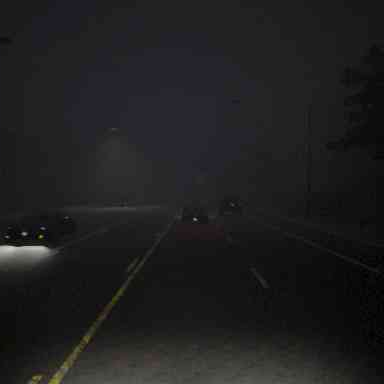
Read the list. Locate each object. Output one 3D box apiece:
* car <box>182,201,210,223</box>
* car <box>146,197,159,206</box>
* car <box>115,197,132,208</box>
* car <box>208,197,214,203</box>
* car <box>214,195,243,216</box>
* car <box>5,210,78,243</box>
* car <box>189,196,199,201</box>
[{"bbox_3d":[0.239,1.645,25.727,1.895,1.301,4.718,0,0,0],"label":"car"},{"bbox_3d":[-6.739,1.623,57.631,2.033,1.411,5.357,0,0,1],"label":"car"},{"bbox_3d":[-10.303,1.547,50.465,1.837,1.490,4.892,0,0,1],"label":"car"},{"bbox_3d":[3.911,1.646,62.565,1.812,1.442,4.674,0,0,0],"label":"car"},{"bbox_3d":[3.761,1.293,33.389,2.150,2.045,5.566,0,0,0],"label":"car"},{"bbox_3d":[-7.021,1.562,15.920,1.994,1.385,4.181,0,0,0],"label":"car"},{"bbox_3d":[0.426,1.590,66.176,1.882,1.535,5.008,0,-1,0],"label":"car"}]
